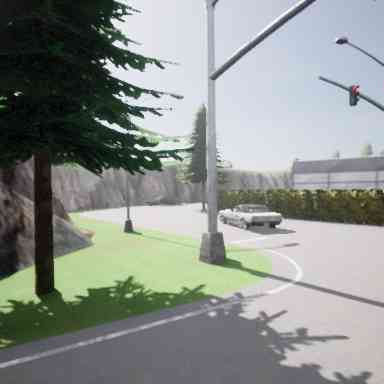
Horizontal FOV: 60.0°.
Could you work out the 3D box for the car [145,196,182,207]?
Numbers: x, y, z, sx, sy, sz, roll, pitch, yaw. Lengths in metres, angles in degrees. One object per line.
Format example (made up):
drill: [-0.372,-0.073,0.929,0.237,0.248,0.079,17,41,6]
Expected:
car: [-3.842,1.202,45.491,2.033,1.411,5.357,0,1,44]

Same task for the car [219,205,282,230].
car: [3.252,1.393,19.600,1.895,1.301,4.718,-1,0,-18]
